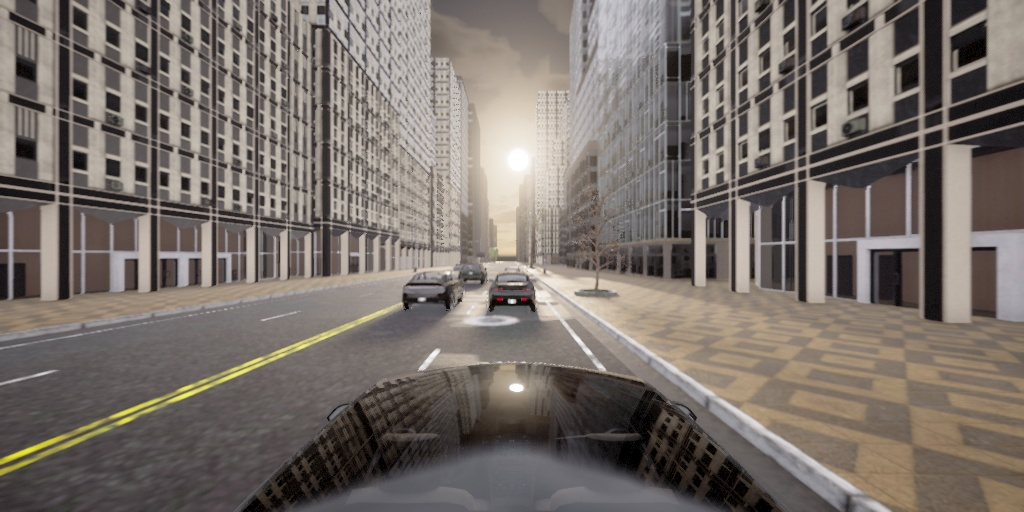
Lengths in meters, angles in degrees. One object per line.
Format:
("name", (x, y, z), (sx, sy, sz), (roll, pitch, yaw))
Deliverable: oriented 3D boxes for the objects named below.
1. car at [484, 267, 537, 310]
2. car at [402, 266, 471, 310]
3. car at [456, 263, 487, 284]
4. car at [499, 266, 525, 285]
("car", (0.022, 1.392, 15.356), (1.837, 1.490, 4.892), (0, 0, 0))
("car", (-3.228, 1.378, 15.368), (2.128, 1.511, 4.902), (0, 0, 0))
("car", (-3.227, 1.391, 30.275), (2.097, 1.767, 4.553), (0, -1, 0))
("car", (0.019, 1.605, 30.327), (1.994, 1.385, 4.181), (0, -1, 1))
